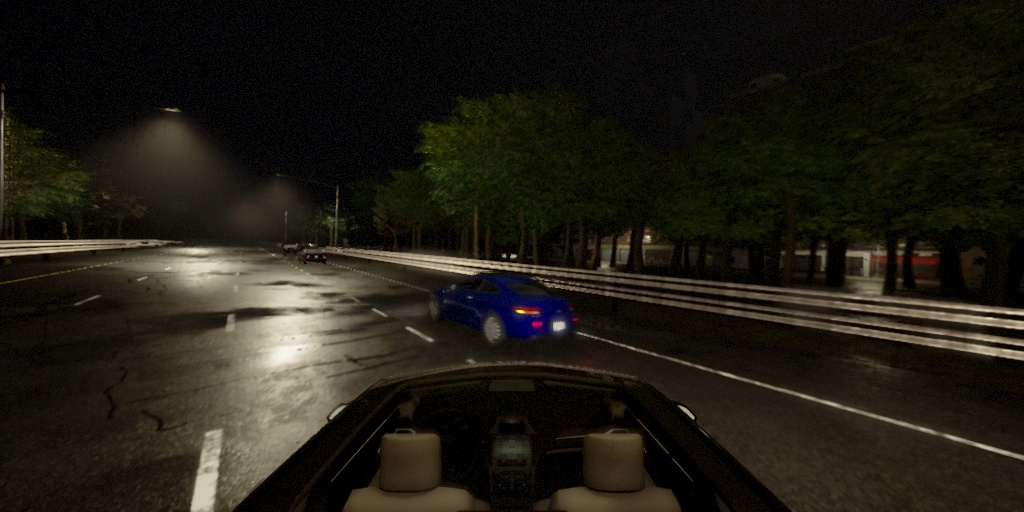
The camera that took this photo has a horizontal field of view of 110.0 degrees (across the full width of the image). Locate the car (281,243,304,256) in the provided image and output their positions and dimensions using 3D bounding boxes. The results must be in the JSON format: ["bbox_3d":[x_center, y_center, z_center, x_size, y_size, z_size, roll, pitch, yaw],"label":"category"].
[{"bbox_3d":[-30.277,-0.797,49.068,2.128,1.511,4.902,2,1,-35],"label":"car"}]

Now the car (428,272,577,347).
[{"bbox_3d":[-0.435,1.134,8.962,1.812,1.442,4.674,2,1,-37],"label":"car"}]

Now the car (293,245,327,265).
[{"bbox_3d":[-18.418,0.014,33.011,2.033,1.411,5.357,2,1,-37],"label":"car"}]
